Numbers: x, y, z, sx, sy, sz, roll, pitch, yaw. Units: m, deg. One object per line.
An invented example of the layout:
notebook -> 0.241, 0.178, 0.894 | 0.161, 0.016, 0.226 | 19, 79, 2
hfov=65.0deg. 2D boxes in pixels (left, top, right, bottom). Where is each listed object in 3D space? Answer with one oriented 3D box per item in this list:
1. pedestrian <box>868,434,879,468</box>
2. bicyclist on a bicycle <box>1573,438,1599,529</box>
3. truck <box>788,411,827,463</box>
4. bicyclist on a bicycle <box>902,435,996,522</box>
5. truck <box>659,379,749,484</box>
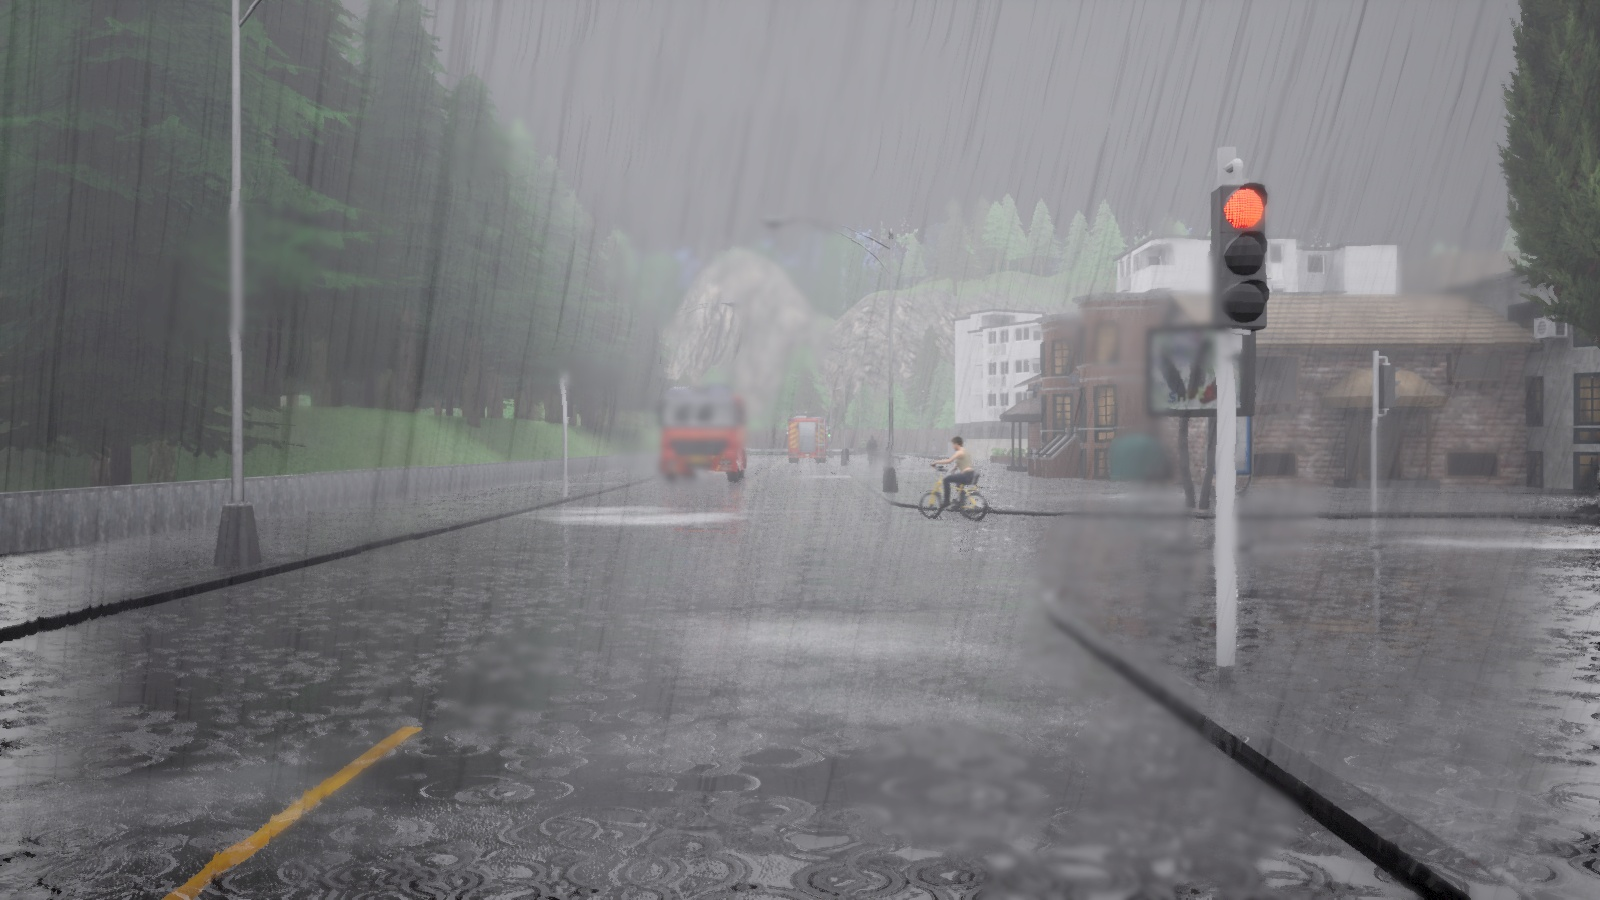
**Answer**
pedestrian -> 4.187, 0.056, 71.570 | 0.563, 1.883, 0.849 | 0, 0, 1
bicyclist on a bicycle -> 14.842, 0.584, 22.460 | 1.656, 1.620, 0.582 | 0, 0, 0
truck -> 0.556, -0.965, 97.011 | 2.891, 3.827, 8.468 | 0, 0, 0
bicyclist on a bicycle -> 2.864, 0.548, 24.177 | 1.509, 1.612, 0.866 | 0, -3, 37
truck -> -3.704, -0.705, 50.301 | 2.891, 3.827, 8.468 | 0, 0, 0
